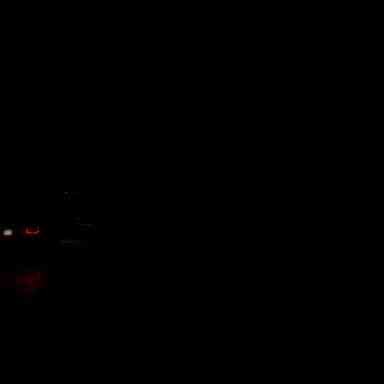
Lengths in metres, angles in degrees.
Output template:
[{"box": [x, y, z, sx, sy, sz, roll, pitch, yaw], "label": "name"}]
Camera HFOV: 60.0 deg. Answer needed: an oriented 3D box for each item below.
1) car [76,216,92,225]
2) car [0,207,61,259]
[{"box": [-14.680, 3.808, 45.463, 1.994, 1.385, 4.181, 3, -4, -15], "label": "car"}, {"box": [-7.329, 1.695, 14.771, 2.150, 2.045, 5.566, 3, -3, -13], "label": "car"}]
